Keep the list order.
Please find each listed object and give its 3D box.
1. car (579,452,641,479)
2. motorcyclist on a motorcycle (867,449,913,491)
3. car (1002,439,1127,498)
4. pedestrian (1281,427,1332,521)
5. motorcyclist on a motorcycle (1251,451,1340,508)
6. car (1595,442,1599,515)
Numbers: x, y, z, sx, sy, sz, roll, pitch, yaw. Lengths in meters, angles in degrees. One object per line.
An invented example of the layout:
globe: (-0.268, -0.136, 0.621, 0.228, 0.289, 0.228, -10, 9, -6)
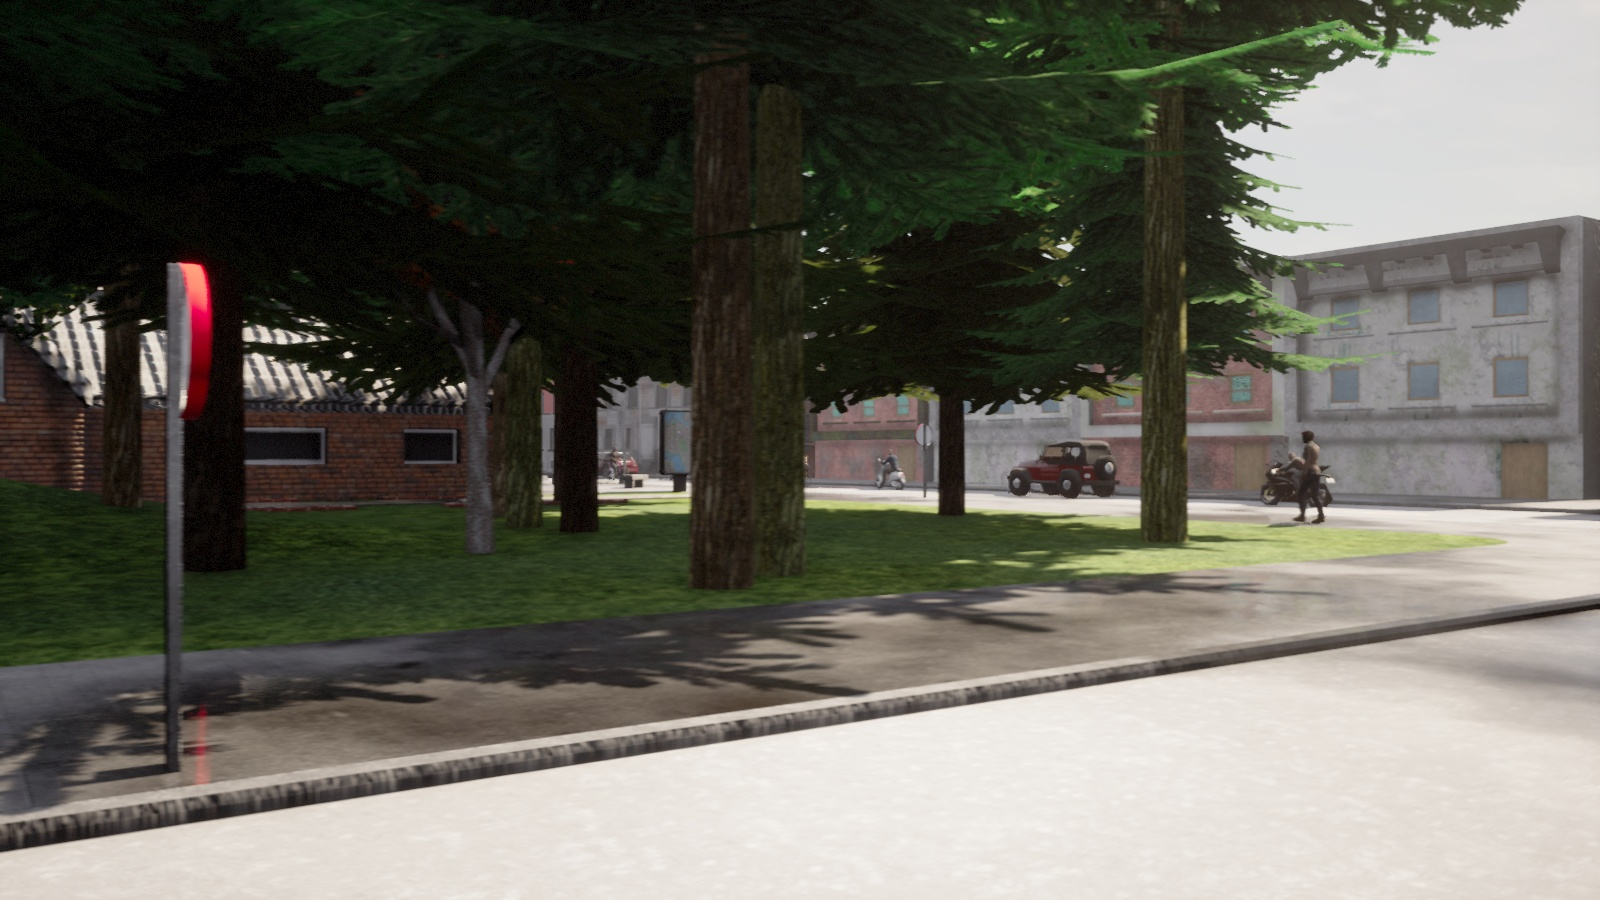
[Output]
car: (-10.705, 0.867, 70.479, 1.970, 1.475, 3.806, 0, 0, -35)
motorcyclist on a motorcycle: (3.560, 0.773, 49.761, 0.866, 1.590, 1.817, 0, 0, -35)
car: (8.822, 0.588, 42.105, 1.905, 1.878, 3.866, 0, 0, -34)
pedestrian: (9.870, 0.466, 24.473, 0.328, 1.805, 0.869, 0, 0, -36)
motorcyclist on a motorcycle: (13.757, 0.798, 34.939, 0.866, 1.530, 2.191, 0, 0, -35)
car: (19.381, 0.629, 26.542, 1.851, 1.617, 3.988, 0, 0, -26)
